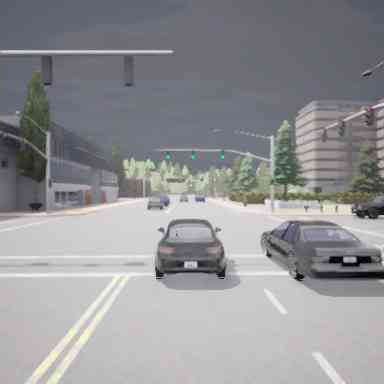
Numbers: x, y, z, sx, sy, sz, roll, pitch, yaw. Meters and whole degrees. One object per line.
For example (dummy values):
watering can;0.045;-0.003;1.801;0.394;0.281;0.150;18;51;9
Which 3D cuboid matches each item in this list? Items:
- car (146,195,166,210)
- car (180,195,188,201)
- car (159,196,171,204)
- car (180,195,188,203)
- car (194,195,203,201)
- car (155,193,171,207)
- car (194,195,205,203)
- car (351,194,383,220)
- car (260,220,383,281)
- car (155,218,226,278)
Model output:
car;-4.640;1.500;42.372;1.812;1.442;4.674;0;0;-2
car;-1.929;1.502;80.611;1.994;1.385;4.181;0;0;-1
car;-5.012;1.467;62.159;1.837;1.490;4.892;0;0;-1
car;-1.693;1.496;70.279;2.033;1.411;5.357;0;0;-1
car;1.569;1.449;80.754;1.837;1.490;4.892;0;0;-1
car;-4.847;1.190;51.799;2.150;2.045;5.566;0;0;-1
car;1.799;1.433;70.615;1.882;1.535;5.008;0;0;-1
car;16.381;1.201;27.862;5.566;2.045;2.150;0;0;-1
car;3.446;1.540;9.854;2.033;1.411;5.357;0;0;-1
car;-0.066;1.519;9.988;1.812;1.442;4.674;0;0;-1
